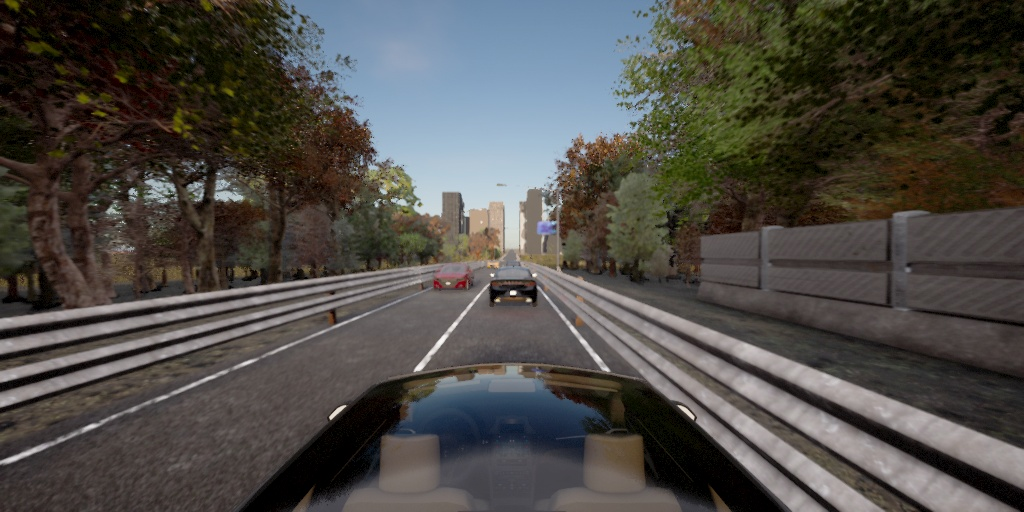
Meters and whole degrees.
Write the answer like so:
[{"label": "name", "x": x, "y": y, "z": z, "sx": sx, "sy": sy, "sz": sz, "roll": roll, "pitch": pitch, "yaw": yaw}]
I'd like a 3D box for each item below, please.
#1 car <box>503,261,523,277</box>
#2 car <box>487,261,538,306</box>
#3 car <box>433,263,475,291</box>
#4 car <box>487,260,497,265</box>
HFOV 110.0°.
[{"label": "car", "x": 0.101, "y": 1.236, "z": 35.271, "sx": 1.837, "sy": 1.490, "sz": 4.892, "roll": 0, "pitch": 0, "yaw": 0}, {"label": "car", "x": 0.060, "y": 1.165, "z": 15.442, "sx": 1.882, "sy": 1.535, "sz": 5.008, "roll": 0, "pitch": 0, "yaw": 0}, {"label": "car", "x": -3.340, "y": 1.161, "z": 21.286, "sx": 1.882, "sy": 1.535, "sz": 5.008, "roll": 0, "pitch": 0, "yaw": 0}, {"label": "car", "x": -3.270, "y": 1.435, "z": 62.547, "sx": 1.882, "sy": 1.535, "sz": 5.008, "roll": 0, "pitch": 0, "yaw": 1}]
